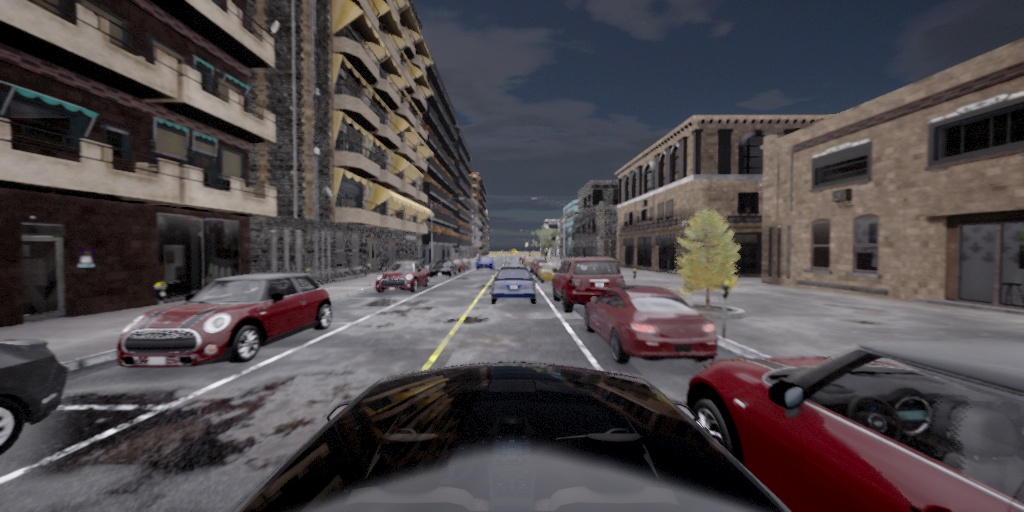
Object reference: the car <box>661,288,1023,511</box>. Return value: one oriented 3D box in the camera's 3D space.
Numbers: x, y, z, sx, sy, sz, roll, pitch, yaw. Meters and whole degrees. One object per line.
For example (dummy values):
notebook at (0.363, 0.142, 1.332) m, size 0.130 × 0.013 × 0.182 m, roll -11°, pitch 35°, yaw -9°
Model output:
car at (2.710, 1.187, 2.026) m, size 1.967 × 1.591 × 4.097 m, roll 0°, pitch 0°, yaw 0°

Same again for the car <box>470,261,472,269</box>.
car at (-5.693, 0.898, 41.793) m, size 2.007 × 1.370 × 4.403 m, roll 0°, pitch 0°, yaw 0°

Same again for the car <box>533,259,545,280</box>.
car at (2.688, 1.043, 24.903) m, size 1.751 × 1.417 × 4.829 m, roll 0°, pitch 0°, yaw 0°

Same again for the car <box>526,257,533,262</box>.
car at (2.687, 0.986, 36.087) m, size 1.802 × 1.307 × 4.207 m, roll 0°, pitch 0°, yaw 0°

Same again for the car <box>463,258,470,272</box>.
car at (-5.693, 0.949, 36.115) m, size 1.888 × 1.381 × 4.507 m, roll 0°, pitch 0°, yaw 0°

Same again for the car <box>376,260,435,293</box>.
car at (-5.698, 1.014, 19.084) m, size 1.967 × 1.591 × 4.097 m, roll 0°, pitch 0°, yaw 0°

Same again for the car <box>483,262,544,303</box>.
car at (0.072, 1.157, 15.617) m, size 2.033 × 1.411 × 5.357 m, roll 0°, pitch 1°, yaw 0°

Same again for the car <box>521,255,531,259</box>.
car at (2.687, 0.761, 53.288) m, size 1.751 × 1.417 × 4.829 m, roll 0°, pitch 0°, yaw 0°

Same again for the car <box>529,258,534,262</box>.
car at (2.688, 1.042, 30.410) m, size 1.802 × 1.307 × 4.207 m, roll 0°, pitch 0°, yaw 0°

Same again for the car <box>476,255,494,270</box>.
car at (-3.079, 0.826, 41.651) m, size 1.882 × 1.535 × 5.008 m, roll 0°, pitch 0°, yaw 0°

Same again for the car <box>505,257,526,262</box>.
car at (0.085, 1.027, 33.890) m, size 1.895 × 1.301 × 4.718 m, roll 0°, pitch 1°, yaw 0°

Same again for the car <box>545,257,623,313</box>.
car at (2.688, 0.946, 13.379) m, size 2.192 × 1.841 × 5.009 m, roll 0°, pitch 0°, yaw 0°

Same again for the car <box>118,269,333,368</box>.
car at (-5.677, 1.129, 7.729) m, size 1.967 × 1.591 × 4.097 m, roll 0°, pitch 0°, yaw 0°

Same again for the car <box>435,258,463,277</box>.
car at (-5.693, 1.026, 30.438) m, size 1.948 × 1.339 × 4.313 m, roll 0°, pitch 0°, yaw 0°

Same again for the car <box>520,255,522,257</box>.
car at (2.686, 0.669, 64.472) m, size 1.888 × 1.381 × 4.507 m, roll 0°, pitch 0°, yaw 0°

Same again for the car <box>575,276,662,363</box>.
car at (2.689, 1.271, 7.702) m, size 1.802 × 1.307 × 4.207 m, roll 0°, pitch 0°, yaw 0°

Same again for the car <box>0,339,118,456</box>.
car at (-5.712, 1.297, 2.053) m, size 2.007 × 1.370 × 4.403 m, roll 0°, pitch 0°, yaw 0°
